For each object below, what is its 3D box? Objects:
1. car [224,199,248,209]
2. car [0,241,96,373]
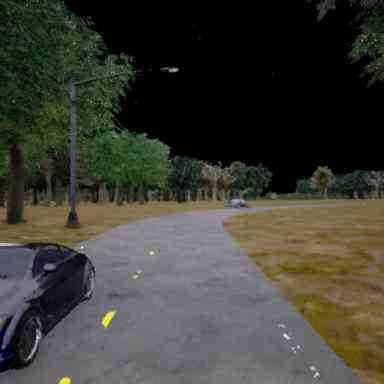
[{"bbox_3d":[6.478,1.714,47.936,1.812,1.442,4.674,-1,-1,38],"label":"car"},{"bbox_3d":[-3.083,1.570,5.592,1.994,1.385,4.181,0,0,0],"label":"car"}]
